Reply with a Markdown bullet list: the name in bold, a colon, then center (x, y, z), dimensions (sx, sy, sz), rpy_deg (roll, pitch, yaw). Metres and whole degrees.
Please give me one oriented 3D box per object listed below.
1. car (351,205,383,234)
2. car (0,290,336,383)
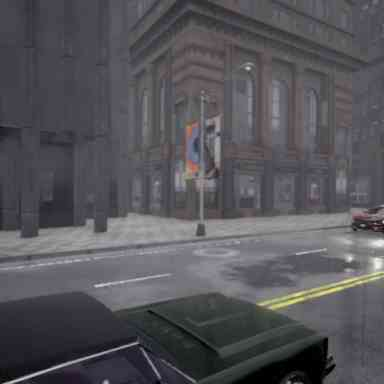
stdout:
- **car**: center (11.115, 1.498, 18.910), dimensions (5.008, 1.535, 1.882), rpy_deg (0, 0, -32)
- **car**: center (-0.877, 1.599, 2.788), dimensions (4.718, 1.301, 1.895), rpy_deg (0, 0, -35)
